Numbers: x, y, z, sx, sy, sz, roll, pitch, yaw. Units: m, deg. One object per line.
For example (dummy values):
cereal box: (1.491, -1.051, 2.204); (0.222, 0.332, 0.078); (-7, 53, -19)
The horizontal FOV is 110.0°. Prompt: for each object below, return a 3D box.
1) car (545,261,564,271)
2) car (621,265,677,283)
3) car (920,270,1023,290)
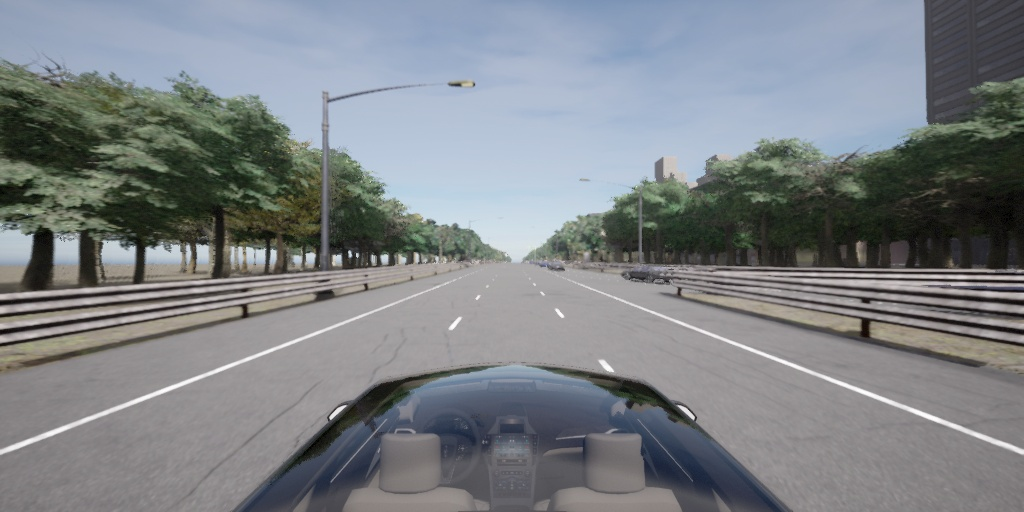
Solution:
car: (6.933, 1.609, 56.781); (1.994, 1.385, 4.181); (0, 0, -3)
car: (11.596, 1.490, 30.569); (2.033, 1.411, 5.357); (0, 0, -18)
car: (18.614, 1.240, 13.655); (1.994, 1.385, 4.181); (0, -2, -28)
